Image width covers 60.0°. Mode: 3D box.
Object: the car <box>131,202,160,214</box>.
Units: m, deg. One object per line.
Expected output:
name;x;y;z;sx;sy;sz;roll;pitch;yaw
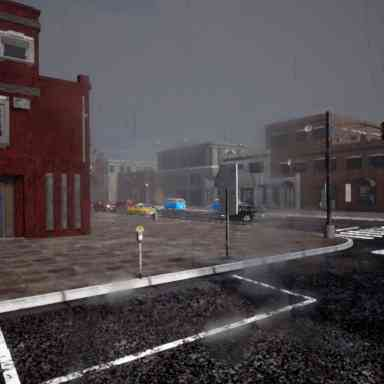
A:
car;-6.193;2.118;43.930;1.994;1.385;4.181;-1;-1;-36

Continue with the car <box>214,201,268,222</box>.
car;4.437;1.802;29.330;1.837;1.490;4.892;-1;0;-36

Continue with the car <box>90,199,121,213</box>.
car;-12.735;2.000;48.501;2.192;1.841;5.009;-2;0;-36

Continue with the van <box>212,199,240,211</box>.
van;4.040;1.707;39.672;1.690;1.788;3.998;-2;0;-36

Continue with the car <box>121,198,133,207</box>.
car;-12.640;2.084;62.530;2.192;1.841;5.009;-2;0;-36

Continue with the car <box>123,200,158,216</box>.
car;-5.958;2.047;39.221;1.752;1.417;4.829;-2;0;-36

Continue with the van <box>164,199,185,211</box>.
van;-2.631;1.868;48.814;1.690;1.788;3.998;-2;0;-36

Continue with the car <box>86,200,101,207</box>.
car;-22.640;2.594;76.246;1.802;1.307;4.206;-2;0;-36

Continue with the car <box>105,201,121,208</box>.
car;-15.968;2.432;67.102;1.802;1.307;4.206;-2;0;-36
